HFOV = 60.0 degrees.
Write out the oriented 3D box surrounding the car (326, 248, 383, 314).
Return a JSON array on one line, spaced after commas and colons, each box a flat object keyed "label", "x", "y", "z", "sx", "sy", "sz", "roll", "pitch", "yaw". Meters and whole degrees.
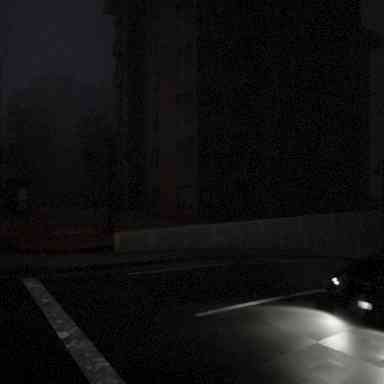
[{"label": "car", "x": 5.477, "y": 1.952, "z": 7.885, "sx": 5.357, "sy": 1.411, "sz": 2.033, "roll": 5, "pitch": -2, "yaw": -35}]
